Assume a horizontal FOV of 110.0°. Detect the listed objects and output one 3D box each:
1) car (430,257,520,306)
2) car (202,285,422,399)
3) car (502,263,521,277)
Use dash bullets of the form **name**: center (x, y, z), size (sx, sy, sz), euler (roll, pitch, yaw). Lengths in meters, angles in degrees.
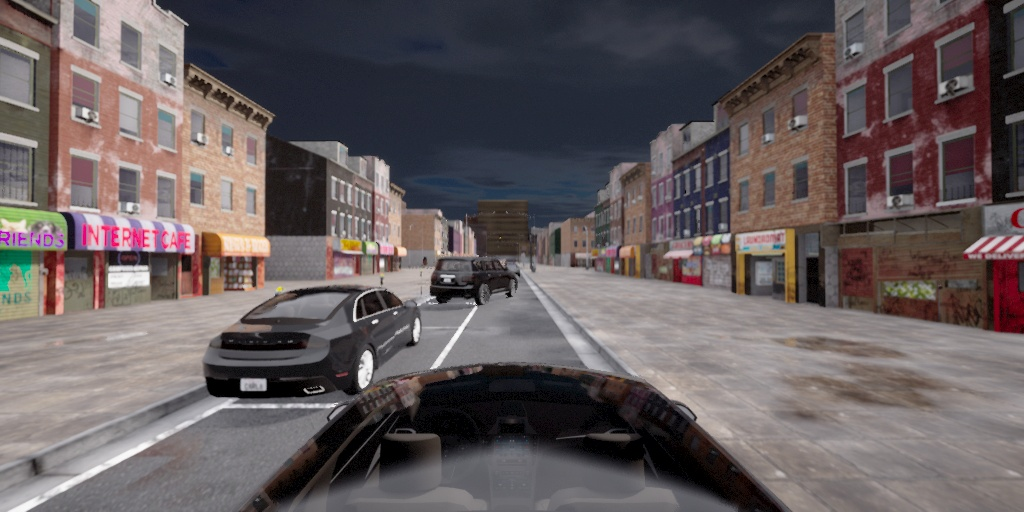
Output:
- **car**: center (-1.564, 1.047, 16.547), size (2.150, 2.045, 5.566), euler (1, 0, 21)
- **car**: center (-3.044, 1.276, 6.630), size (1.837, 1.490, 4.892), euler (0, 0, 0)
- **car**: center (-0.097, 1.537, 40.086), size (1.994, 1.385, 4.181), euler (0, 0, 0)
